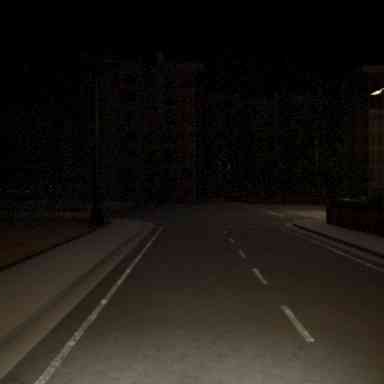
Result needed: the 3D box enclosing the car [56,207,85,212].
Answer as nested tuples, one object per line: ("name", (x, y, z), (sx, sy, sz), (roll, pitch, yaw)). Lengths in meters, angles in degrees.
("car", (-13.248, 2.370, 34.552), (4.181, 1.385, 1.994), (-10, 0, 0))
